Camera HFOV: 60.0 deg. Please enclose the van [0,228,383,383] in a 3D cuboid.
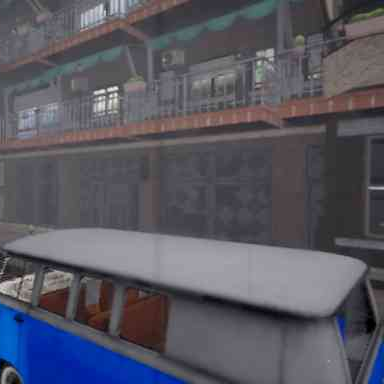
[{"bbox_3d":[-0.395,1.331,3.139,3.998,1.788,1.690,0,1,36],"label":"van"}]
